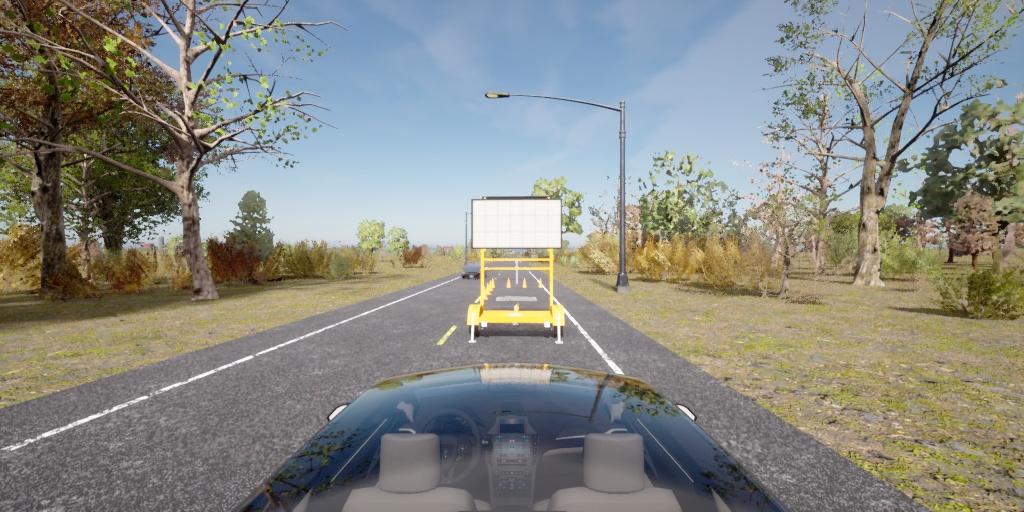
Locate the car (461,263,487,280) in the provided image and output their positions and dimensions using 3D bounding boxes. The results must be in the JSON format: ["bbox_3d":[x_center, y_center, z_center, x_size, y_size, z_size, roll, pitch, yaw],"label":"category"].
[{"bbox_3d":[-3.247,1.285,31.709,2.033,1.411,5.357,0,0,0],"label":"car"}]

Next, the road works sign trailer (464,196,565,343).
[{"bbox_3d":[0.130,0.211,9.638,2.380,3.560,2.880,0,0,2],"label":"road works sign trailer"}]
